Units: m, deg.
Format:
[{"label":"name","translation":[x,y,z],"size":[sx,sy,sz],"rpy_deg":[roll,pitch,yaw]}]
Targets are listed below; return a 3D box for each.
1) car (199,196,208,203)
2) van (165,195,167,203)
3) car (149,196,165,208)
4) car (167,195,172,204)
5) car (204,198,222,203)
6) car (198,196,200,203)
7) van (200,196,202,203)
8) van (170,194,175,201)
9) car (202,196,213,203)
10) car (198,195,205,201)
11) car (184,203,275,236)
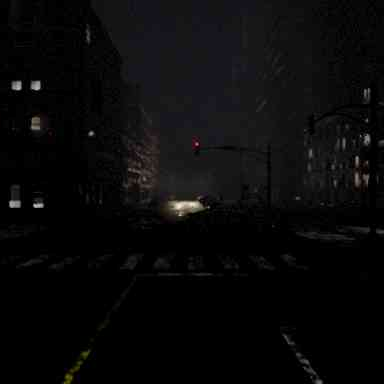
[{"label":"car","translation":[2.550,1.663,75.070],"size":[1.967,1.590,4.097],"rpy_deg":[-1,0,0]},{"label":"van","translation":[-5.782,1.526,58.089],"size":[1.690,1.788,3.998],"rpy_deg":[-1,0,0]},{"label":"car","translation":[-5.771,1.737,52.442],"size":[1.947,1.339,4.313],"rpy_deg":[-1,0,0]},{"label":"car","translation":[-5.794,1.756,69.380],"size":[1.887,1.381,4.507],"rpy_deg":[-1,0,0]},{"label":"car","translation":[2.599,1.668,35.549],"size":[1.887,1.381,4.507],"rpy_deg":[-1,0,0]},{"label":"car","translation":[2.568,1.730,58.133],"size":[1.887,1.381,4.507],"rpy_deg":[-1,0,0]},{"label":"van","translation":[2.574,1.512,52.487],"size":[1.690,1.788,3.998],"rpy_deg":[-1,0,0]},{"label":"van","translation":[-5.812,1.575,80.674],"size":[1.690,1.788,3.998],"rpy_deg":[-1,0,0]},{"label":"car","translation":[2.590,1.579,41.195],"size":[1.967,1.590,4.097],"rpy_deg":[-1,0,0]},{"label":"car","translation":[2.558,1.693,92.008],"size":[1.967,1.590,4.097],"rpy_deg":[-1,0,0]},{"label":"car","translation":[2.032,1.560,18.172],"size":[4.902,1.511,2.128],"rpy_deg":[0,0,1]}]
